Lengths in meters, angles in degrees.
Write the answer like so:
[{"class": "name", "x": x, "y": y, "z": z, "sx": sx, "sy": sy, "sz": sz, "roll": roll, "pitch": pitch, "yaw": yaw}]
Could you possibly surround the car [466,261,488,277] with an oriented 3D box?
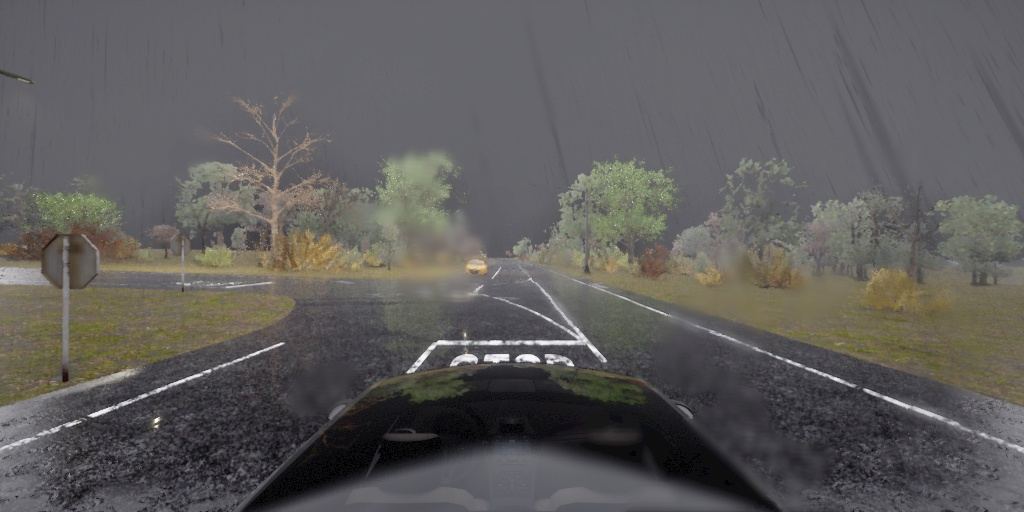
[{"class": "car", "x": -3.543, "y": 1.259, "z": 36.966, "sx": 1.882, "sy": 1.535, "sz": 5.008, "roll": 0, "pitch": 0, "yaw": 0}]
